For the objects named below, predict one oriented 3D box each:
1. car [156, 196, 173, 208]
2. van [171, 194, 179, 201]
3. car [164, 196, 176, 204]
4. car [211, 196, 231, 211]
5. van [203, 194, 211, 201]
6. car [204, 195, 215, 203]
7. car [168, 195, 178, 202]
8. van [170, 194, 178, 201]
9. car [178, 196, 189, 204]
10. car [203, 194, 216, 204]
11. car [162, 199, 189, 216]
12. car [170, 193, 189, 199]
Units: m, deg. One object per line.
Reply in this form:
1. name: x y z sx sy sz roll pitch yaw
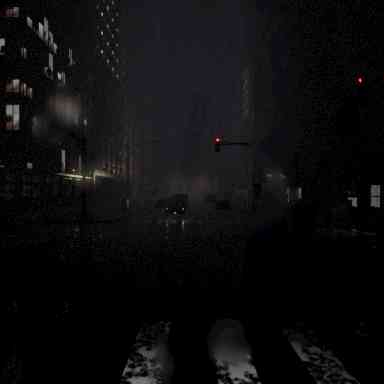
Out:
1. car: -4.117 1.592 47.248 1.802 1.307 4.206 0 0 0
2. van: -4.354 1.314 85.940 1.690 1.788 3.998 0 0 0
3. car: -4.218 1.563 63.830 1.947 1.339 4.313 0 0 0
4. car: 3.847 1.579 41.770 1.947 1.339 4.313 0 0 0
5. van: 3.560 1.320 80.461 1.690 1.788 3.998 0 0 0
6. car: 3.628 1.432 69.407 1.967 1.590 4.097 0 0 0
7. car: -4.286 1.426 74.886 1.967 1.590 4.097 0 0 0
8. van: -4.320 1.320 80.413 1.690 1.788 3.998 0 0 0
9. car: -1.683 1.560 65.406 1.994 1.385 4.181 0 0 0
10. car: 3.662 1.312 63.878 2.192 1.841 5.009 0 0 0
11. car: -1.560 1.618 32.664 1.895 1.301 4.718 0 0 0
12. car: -1.655 1.233 48.206 2.150 2.045 5.566 0 0 0
